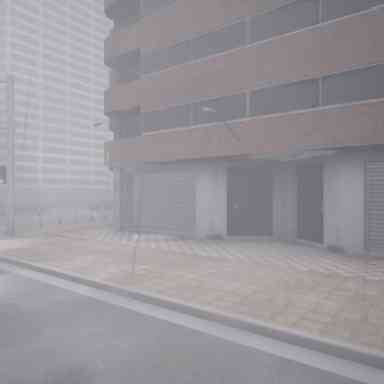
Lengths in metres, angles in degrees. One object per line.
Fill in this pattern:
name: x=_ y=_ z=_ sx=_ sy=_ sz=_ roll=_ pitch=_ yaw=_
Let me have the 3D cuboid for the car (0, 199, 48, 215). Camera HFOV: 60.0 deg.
car: x=-16.726 y=1.505 z=32.660 sx=1.837 sy=1.490 sz=4.892 roll=0 pitch=0 yaw=37

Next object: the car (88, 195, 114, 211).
car: x=-10.478 y=1.505 z=40.915 sx=1.837 sy=1.490 sz=4.892 roll=0 pitch=0 yaw=37
